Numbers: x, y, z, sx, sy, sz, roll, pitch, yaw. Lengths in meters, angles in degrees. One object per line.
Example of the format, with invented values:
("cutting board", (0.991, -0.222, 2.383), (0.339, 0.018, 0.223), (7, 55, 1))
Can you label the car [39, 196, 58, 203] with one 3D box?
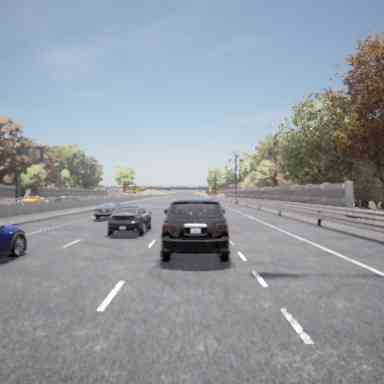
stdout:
("car", (-24.517, 1.535, 59.044), (2.128, 1.511, 4.902), (0, 0, 1))

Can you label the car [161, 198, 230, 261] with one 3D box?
("car", (0.104, 1.223, 12.346), (2.150, 2.045, 5.566), (0, 0, 0))

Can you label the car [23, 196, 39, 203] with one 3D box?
("car", (-28.010, 1.518, 58.830), (1.882, 1.535, 5.008), (0, 0, 1))

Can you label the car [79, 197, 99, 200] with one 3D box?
("car", (-17.523, 1.587, 58.540), (2.033, 1.411, 5.357), (0, 0, 1))

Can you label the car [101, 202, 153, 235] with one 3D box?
("car", (-3.398, 1.510, 18.696), (1.837, 1.490, 4.892), (0, 0, 0))

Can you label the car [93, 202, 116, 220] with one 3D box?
("car", (-6.895, 1.559, 28.569), (2.033, 1.411, 5.357), (0, 0, 0))

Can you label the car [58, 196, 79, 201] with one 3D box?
("car", (-21.027, 1.542, 57.829), (1.837, 1.490, 4.892), (0, 0, 1))

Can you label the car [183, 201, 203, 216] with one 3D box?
("car", (0.106, 1.616, 33.199), (1.895, 1.301, 4.718), (0, 0, 0))

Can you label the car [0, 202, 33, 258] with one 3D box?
("car", (-6.900, 1.353, 9.916), (2.097, 1.767, 4.553), (0, 0, 0))
